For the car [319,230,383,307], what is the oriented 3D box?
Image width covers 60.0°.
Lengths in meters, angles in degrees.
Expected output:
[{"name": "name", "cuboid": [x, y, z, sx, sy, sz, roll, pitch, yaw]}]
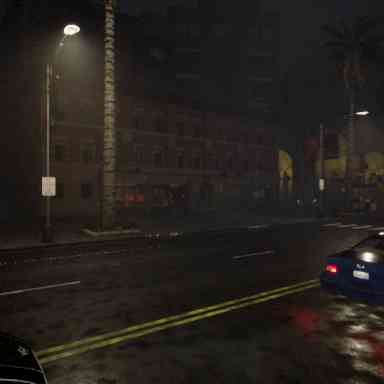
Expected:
[{"name": "car", "cuboid": [5.104, 1.547, 7.481, 5.357, 1.411, 2.033, 0, 0, -36]}]

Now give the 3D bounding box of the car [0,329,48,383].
[{"name": "car", "cuboid": [-3.035, 1.352, 1.518, 4.553, 1.767, 2.097, 0, 0, -36]}]
